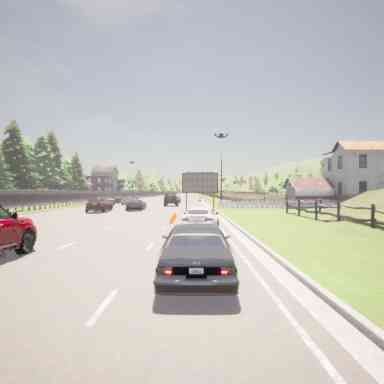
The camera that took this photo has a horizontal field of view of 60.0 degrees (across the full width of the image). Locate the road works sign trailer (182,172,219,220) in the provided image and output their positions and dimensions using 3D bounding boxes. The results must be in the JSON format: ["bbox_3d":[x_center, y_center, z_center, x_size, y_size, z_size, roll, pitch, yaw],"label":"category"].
[{"bbox_3d":[0.518,0.463,22.068,2.380,3.560,2.880,0,0,-3],"label":"road works sign trailer"}]

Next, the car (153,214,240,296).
[{"bbox_3d":[0.110,1.547,8.825,2.033,1.411,5.357,0,0,1],"label":"car"}]

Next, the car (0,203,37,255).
[{"bbox_3d":[-6.887,1.220,10.104,2.150,2.045,5.566,0,0,0],"label":"car"}]

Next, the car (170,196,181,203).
[{"bbox_3d":[-3.307,1.559,68.577,1.994,1.385,4.181,0,0,0],"label":"car"}]

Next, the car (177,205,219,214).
[{"bbox_3d":[0.474,1.539,18.454,1.812,1.442,4.674,-1,-1,6],"label":"car"}]

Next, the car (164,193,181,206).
[{"bbox_3d":[-3.327,1.217,53.362,2.150,2.045,5.566,0,0,0],"label":"car"}]

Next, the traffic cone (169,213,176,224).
[{"bbox_3d":[-1.456,1.954,23.181,0.340,0.580,0.340,0,0,0],"label":"traffic cone"}]

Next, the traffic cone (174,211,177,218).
[{"bbox_3d":[-1.453,1.953,25.181,0.340,0.580,0.340,0,0,0],"label":"traffic cone"}]

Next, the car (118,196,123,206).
[{"bbox_3d":[-10.327,1.597,54.417,1.895,1.301,4.718,0,0,0],"label":"car"}]

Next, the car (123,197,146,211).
[{"bbox_3d":[-6.844,1.560,41.072,1.994,1.385,4.181,0,0,0],"label":"car"}]

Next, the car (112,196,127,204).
[{"bbox_3d":[-13.813,1.521,63.738,1.812,1.442,4.674,0,0,0],"label":"car"}]

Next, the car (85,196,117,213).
[{"bbox_3d":[-10.354,1.351,37.515,2.097,1.767,4.553,0,0,1],"label":"car"}]
